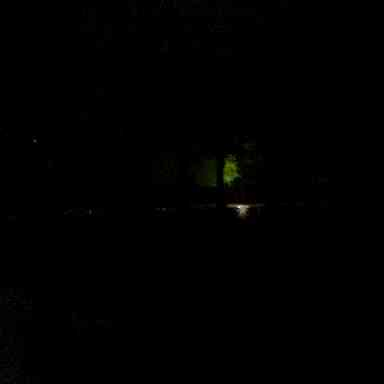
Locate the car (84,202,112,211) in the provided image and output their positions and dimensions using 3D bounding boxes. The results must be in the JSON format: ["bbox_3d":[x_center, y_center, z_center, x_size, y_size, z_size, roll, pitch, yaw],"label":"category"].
[{"bbox_3d":[-14.769,2.247,52.569,1.812,1.442,4.674,-2,-2,37],"label":"car"}]

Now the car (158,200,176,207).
[{"bbox_3d":[-4.779,2.237,65.965,1.812,1.442,4.674,-2,-2,36],"label":"car"}]
